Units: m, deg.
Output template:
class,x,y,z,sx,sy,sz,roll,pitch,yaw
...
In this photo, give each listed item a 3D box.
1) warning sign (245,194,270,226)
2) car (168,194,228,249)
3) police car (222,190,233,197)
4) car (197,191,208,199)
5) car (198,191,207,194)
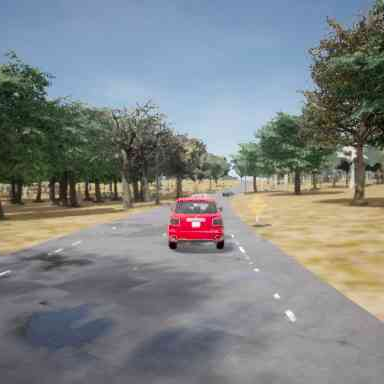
class,x,y,z,sx,sy,sz,roll,pitch,yaw
warning sign,3.990,1.088,20.385,1.300,1.860,1.060,0,0,2
car,0.224,1.240,14.593,2.150,2.045,5.566,0,0,2
police car,9.274,0.502,89.698,1.930,1.638,5.238,0,2,10
car,2.490,0.697,76.901,2.097,1.767,4.553,0,1,9
car,0.897,1.215,29.525,2.150,2.045,5.566,0,0,3
